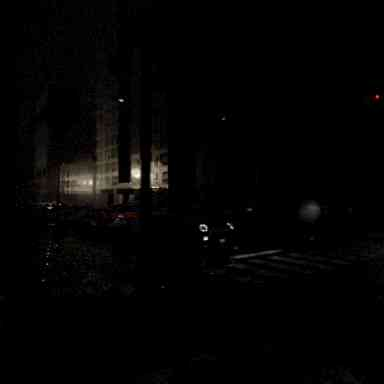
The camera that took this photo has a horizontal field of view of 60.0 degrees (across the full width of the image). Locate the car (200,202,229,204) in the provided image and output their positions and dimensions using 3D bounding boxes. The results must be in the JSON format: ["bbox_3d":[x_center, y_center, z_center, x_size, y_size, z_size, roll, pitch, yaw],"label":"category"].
[{"bbox_3d":[1.015,1.687,25.402,2.192,1.841,5.009,-1,0,-36],"label":"car"}]

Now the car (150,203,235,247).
[{"bbox_3d":[0.073,1.620,16.704,2.097,1.767,4.553,0,-1,-36],"label":"car"}]

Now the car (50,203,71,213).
[{"bbox_3d":[-19.407,2.285,49.060,1.994,1.385,4.181,0,-1,-36],"label":"car"}]

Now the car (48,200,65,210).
[{"bbox_3d":[-24.826,2.334,61.059,1.967,1.590,4.097,-1,0,-36],"label":"car"}]

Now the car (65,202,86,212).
[{"bbox_3d":[-18.364,2.304,52.144,1.887,1.381,4.507,-1,0,-36],"label":"car"}]

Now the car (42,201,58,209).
[{"bbox_3d":[-28.055,2.507,65.516,1.887,1.381,4.507,-1,0,-36],"label":"car"}]

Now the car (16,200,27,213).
[{"bbox_3d":[-25.268,2.152,47.142,1.967,1.590,4.097,-1,0,-36],"label":"car"}]

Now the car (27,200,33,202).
[{"bbox_3d":[-37.746,2.735,78.887,1.947,1.339,4.313,-1,0,-36],"label":"car"}]

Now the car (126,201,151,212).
[{"bbox_3d":[-5.151,1.719,23.941,2.097,1.767,4.553,0,-1,-36],"label":"car"}]

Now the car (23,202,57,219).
[{"bbox_3d":[-15.477,2.038,33.633,1.752,1.417,4.829,-1,0,-36],"label":"car"}]

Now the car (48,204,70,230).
[{"bbox_3d":[-9.015,1.911,24.718,1.752,1.417,4.829,0,0,-36],"label":"car"}]

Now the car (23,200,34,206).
[{"bbox_3d":[-40.976,2.784,83.344,1.887,1.381,4.507,-1,0,-36],"label":"car"}]

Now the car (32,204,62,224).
[{"bbox_3d":[-12.345,2.016,29.312,1.947,1.339,4.313,0,0,-36],"label":"car"}]

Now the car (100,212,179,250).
[{"bbox_3d":[-2.654,1.846,15.941,1.802,1.307,4.206,0,0,-36],"label":"car"}]

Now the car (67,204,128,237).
[{"bbox_3d":[-5.886,1.765,20.399,1.967,1.590,4.097,0,0,-36],"label":"car"}]

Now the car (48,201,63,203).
[{"bbox_3d":[-16.802,2.146,40.086,2.033,1.411,5.357,0,-1,-35],"label":"car"}]
